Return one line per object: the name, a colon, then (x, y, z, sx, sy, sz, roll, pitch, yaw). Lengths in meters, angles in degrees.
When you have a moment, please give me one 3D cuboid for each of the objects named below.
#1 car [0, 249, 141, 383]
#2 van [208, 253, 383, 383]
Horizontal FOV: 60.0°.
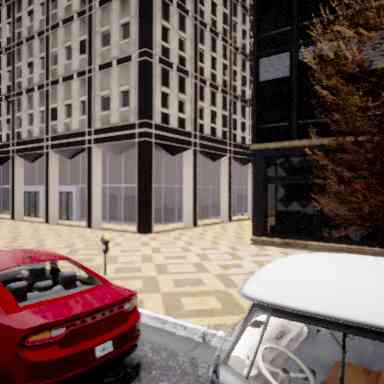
car: (-2.750, 1.518, 4.831, 4.507, 1.381, 1.887, 0, 0, 35)
van: (1.893, 1.345, 1.525, 3.998, 1.788, 1.690, 0, 0, 35)
